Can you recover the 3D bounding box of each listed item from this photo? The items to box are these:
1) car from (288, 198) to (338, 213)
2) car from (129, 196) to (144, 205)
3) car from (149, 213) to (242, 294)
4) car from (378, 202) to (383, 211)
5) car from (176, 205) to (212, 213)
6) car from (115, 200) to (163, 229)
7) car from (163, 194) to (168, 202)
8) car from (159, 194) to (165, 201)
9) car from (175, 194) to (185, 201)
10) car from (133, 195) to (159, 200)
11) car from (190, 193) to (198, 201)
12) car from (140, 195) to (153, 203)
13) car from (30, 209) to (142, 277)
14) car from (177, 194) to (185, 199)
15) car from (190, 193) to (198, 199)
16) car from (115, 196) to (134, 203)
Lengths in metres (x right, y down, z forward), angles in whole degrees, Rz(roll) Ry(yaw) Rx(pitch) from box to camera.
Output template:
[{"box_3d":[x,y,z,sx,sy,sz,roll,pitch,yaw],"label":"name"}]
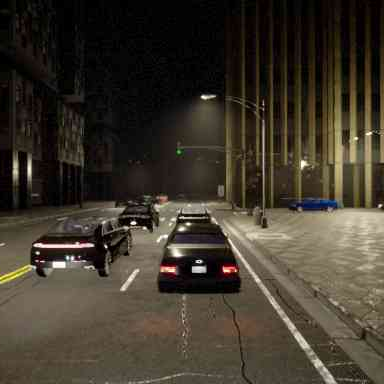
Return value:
[{"box_3d":[12.730,1.369,35.024,5.008,1.535,1.882,0,0,1],"label":"car"},{"box_3d":[-9.514,1.404,57.102,1.812,1.442,4.674,0,0,1],"label":"car"},{"box_3d":[0.148,1.544,8.934,2.033,1.411,5.357,0,0,0],"label":"car"},{"box_3d":[22.197,1.343,34.989,4.902,1.511,2.128,0,0,0],"label":"car"},{"box_3d":[0.103,1.476,18.698,2.128,1.511,4.902,0,0,0],"label":"car"},{"box_3d":[-3.042,1.460,19.820,1.882,1.535,5.008,0,0,0],"label":"car"},{"box_3d":[-6.114,1.183,69.178,2.097,1.767,4.553,0,0,0],"label":"car"},{"box_3d":[-6.272,1.481,56.484,1.895,1.301,4.718,0,0,1],"label":"car"},{"box_3d":[-2.817,1.317,77.097,2.128,1.511,4.902,0,0,0],"label":"car"},{"box_3d":[-6.337,1.409,46.499,2.128,1.511,4.902,0,0,1],"label":"car"},{"box_3d":[0.433,1.292,77.078,1.837,1.490,4.892,0,0,0],"label":"car"},{"box_3d":[-9.367,1.380,68.730,2.033,1.411,5.357,0,0,0],"label":"car"},{"box_3d":[-3.095,1.487,10.211,2.128,1.511,4.902,0,0,0],"label":"car"},{"box_3d":[-2.758,1.187,87.549,1.895,1.301,4.718,0,0,0],"label":"car"},{"box_3d":[0.492,1.118,87.500,2.128,1.511,4.902,0,0,0],"label":"car"},{"box_3d":[-9.581,1.441,47.130,1.812,1.442,4.674,0,0,0],"label":"car"}]
